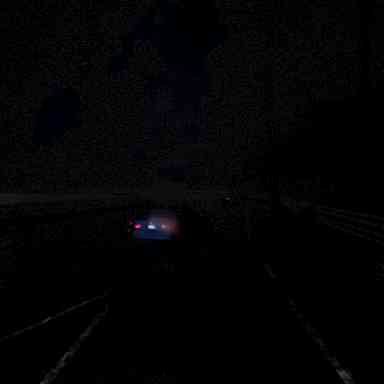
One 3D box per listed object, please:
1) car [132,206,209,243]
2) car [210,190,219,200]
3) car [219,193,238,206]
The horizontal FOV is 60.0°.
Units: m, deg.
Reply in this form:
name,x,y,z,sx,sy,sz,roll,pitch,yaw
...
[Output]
name,x,y,z,sx,sy,sz,roll,pitch,yaw
car,-0.744,1.354,15.082,2.033,1.411,5.357,0,1,18
car,4.580,0.785,61.295,2.033,1.411,5.357,0,1,-6
car,4.775,0.971,42.156,2.128,1.511,4.902,0,1,4
